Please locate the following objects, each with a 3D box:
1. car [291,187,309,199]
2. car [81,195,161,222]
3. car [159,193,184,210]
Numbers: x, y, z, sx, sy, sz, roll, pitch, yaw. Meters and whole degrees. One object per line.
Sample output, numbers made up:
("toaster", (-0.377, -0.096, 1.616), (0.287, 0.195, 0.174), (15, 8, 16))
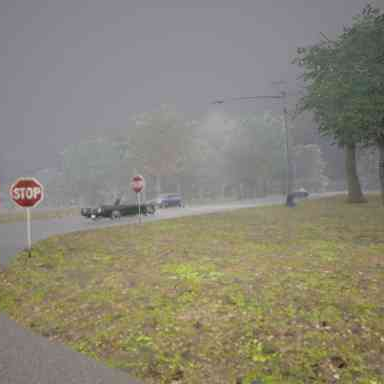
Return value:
("car", (16.252, 0.104, 50.789), (2.097, 1.767, 4.553), (-4, -1, 33))
("car", (-4.318, 1.051, 20.510), (1.895, 1.301, 4.718), (-4, -1, 34))
("car", (-2.835, 0.943, 35.122), (2.097, 1.767, 4.553), (-4, -1, 34))
